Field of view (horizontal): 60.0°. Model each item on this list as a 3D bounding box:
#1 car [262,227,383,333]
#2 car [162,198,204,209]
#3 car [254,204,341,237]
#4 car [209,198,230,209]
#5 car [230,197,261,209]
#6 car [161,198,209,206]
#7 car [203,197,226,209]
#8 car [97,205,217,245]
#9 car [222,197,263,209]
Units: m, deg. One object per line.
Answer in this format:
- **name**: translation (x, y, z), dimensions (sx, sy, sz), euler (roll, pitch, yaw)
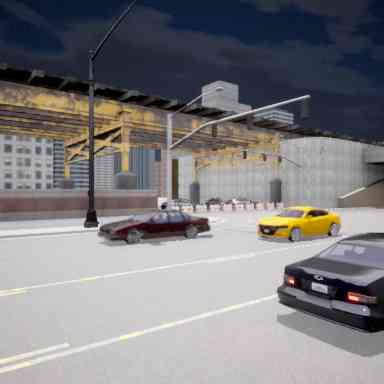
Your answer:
- **car**: translation (4.050, 1.547, 6.664), dimensions (5.357, 1.411, 2.033), euler (0, 0, -35)
- **car**: translation (-1.001, 1.295, 37.795), dimensions (4.536, 1.218, 1.853), euler (0, 0, 8)
- **car**: translation (5.367, 1.478, 16.425), dimensions (5.008, 1.535, 1.882), euler (0, 0, -36)
- **car**: translation (2.796, 1.453, 40.472), dimensions (2.038, 1.542, 4.974), euler (0, 0, 18)
- **car**: translation (6.656, 1.295, 44.224), dimensions (4.536, 1.218, 1.853), euler (0, 0, -7)
- **car**: translation (-0.949, 1.453, 37.788), dimensions (4.974, 1.542, 2.038), euler (0, 0, 8)
- **car**: translation (2.812, 1.295, 40.521), dimensions (1.853, 1.218, 4.536), euler (0, 0, 18)
- **car**: translation (-1.597, 1.547, 15.690), dimensions (5.357, 1.411, 2.033), euler (0, 0, -35)
- **car**: translation (6.708, 1.453, 44.231), dimensions (4.974, 1.542, 2.038), euler (0, 0, -7)
